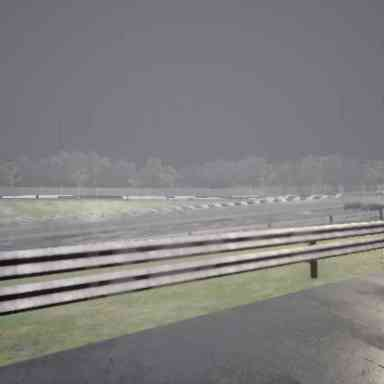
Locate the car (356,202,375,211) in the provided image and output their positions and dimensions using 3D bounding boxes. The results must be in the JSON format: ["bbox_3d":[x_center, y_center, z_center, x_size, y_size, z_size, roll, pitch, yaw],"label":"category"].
[{"bbox_3d":[32.551,2.558,59.983,4.902,1.511,2.128,-3,2,-28],"label":"car"}]

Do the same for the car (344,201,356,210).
[{"bbox_3d":[30.918,2.558,63.078,4.892,1.490,1.837,-3,2,-28],"label":"car"}]

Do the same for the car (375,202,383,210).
[{"bbox_3d":[34.177,2.550,56.883,5.008,1.535,1.882,-3,2,-28],"label":"car"}]
